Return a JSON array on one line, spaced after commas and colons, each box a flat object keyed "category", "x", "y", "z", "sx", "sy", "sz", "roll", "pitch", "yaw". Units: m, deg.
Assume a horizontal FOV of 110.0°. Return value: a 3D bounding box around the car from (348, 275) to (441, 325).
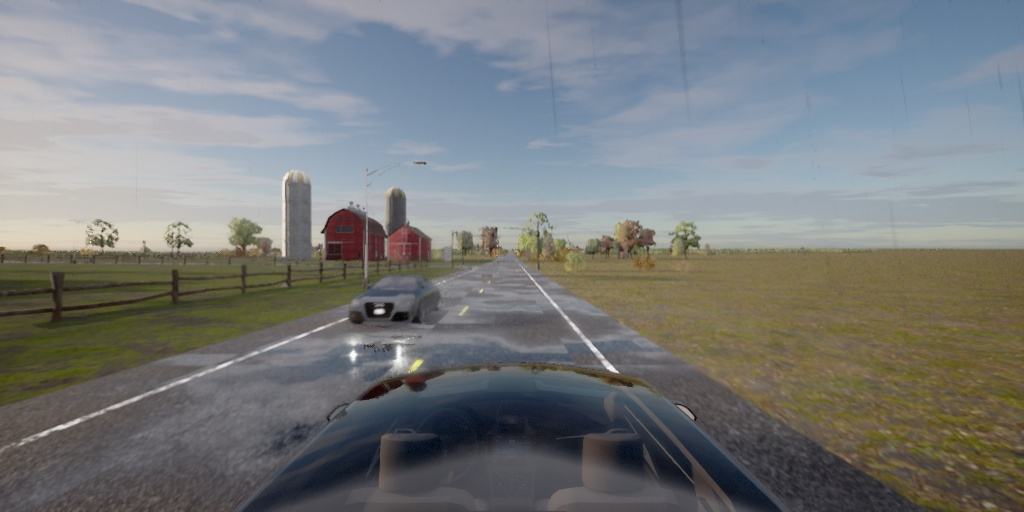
[{"category": "car", "x": -3.599, "y": 1.310, "z": 11.701, "sx": 1.994, "sy": 1.385, "sz": 4.181, "roll": 0, "pitch": 0, "yaw": 0}]
